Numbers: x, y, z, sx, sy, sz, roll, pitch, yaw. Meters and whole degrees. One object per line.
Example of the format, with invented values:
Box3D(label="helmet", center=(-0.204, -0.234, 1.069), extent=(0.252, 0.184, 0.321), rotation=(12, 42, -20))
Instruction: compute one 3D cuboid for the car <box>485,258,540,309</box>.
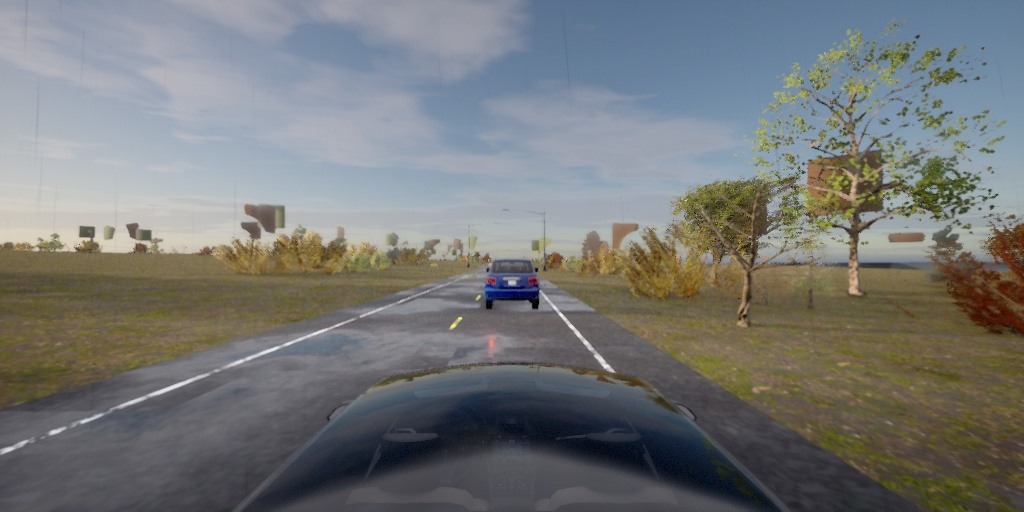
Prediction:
Box3D(label="car", center=(0.008, 1.102, 15.868), extent=(2.150, 2.045, 5.566), rotation=(0, 0, 0))
